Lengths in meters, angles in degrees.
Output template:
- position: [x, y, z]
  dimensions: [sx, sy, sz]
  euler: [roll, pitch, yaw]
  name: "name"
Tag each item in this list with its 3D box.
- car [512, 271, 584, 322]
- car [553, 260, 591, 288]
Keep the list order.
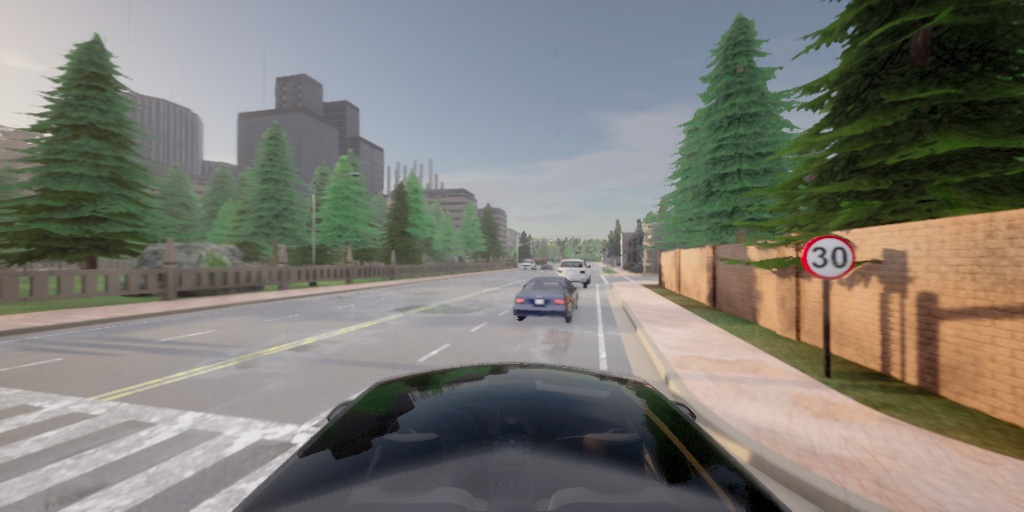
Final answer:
- position: [1.385, 1.433, 13.058]
  dimensions: [2.033, 1.411, 5.357]
  euler: [0, -1, 13]
  name: "car"
- position: [4.846, 1.287, 27.710]
  dimensions: [2.150, 2.045, 5.566]
  euler: [0, 0, 15]
  name: "car"
